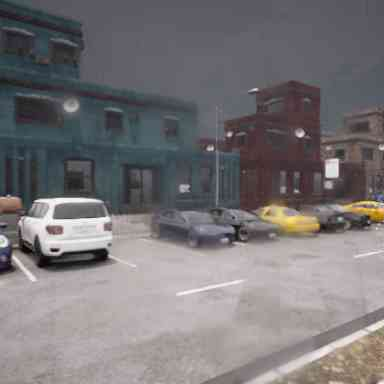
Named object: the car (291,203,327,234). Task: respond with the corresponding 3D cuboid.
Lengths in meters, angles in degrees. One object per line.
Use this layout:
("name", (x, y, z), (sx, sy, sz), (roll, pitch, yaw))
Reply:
("car", (4.323, 1.479, 18.417), (1.946, 1.575, 5.366), (0, 0, -35))

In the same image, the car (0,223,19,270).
("car", (-6.955, 1.356, 10.238), (2.185, 1.767, 4.553), (0, 0, -35))

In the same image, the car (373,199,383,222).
("car", (13.485, 1.491, 24.701), (2.097, 1.535, 5.008), (0, 0, -35))

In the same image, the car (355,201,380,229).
("car", (8.860, 1.487, 21.411), (2.097, 1.535, 5.008), (0, 0, -35))

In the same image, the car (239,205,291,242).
("car", (2.179, 1.510, 16.635), (2.163, 1.488, 4.792), (0, 0, -35))

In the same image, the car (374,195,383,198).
("car", (18.030, 1.243, 27.902), (2.435, 2.045, 5.566), (0, 0, -35))

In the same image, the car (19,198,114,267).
("car", (-4.658, 1.228, 11.861), (2.435, 2.045, 5.566), (0, 0, -35))

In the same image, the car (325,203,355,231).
("car", (6.680, 1.514, 19.895), (2.163, 1.488, 4.792), (0, 0, -35))

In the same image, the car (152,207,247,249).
("car", (-0.088, 1.509, 15.029), (2.163, 1.488, 4.792), (0, 0, -35))
